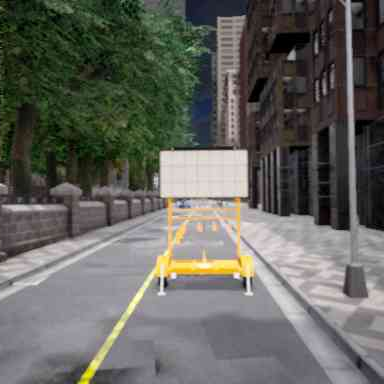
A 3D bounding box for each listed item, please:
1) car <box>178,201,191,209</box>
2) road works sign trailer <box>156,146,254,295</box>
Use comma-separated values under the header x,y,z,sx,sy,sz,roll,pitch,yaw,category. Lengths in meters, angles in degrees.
x,y,z,sx,sy,sz,roll,pitch,yaw,category
-1.201,2.276,55.785,1.882,1.535,5.008,0,-1,2,car
0.328,0.580,9.029,2.380,3.560,2.880,0,-1,2,road works sign trailer
